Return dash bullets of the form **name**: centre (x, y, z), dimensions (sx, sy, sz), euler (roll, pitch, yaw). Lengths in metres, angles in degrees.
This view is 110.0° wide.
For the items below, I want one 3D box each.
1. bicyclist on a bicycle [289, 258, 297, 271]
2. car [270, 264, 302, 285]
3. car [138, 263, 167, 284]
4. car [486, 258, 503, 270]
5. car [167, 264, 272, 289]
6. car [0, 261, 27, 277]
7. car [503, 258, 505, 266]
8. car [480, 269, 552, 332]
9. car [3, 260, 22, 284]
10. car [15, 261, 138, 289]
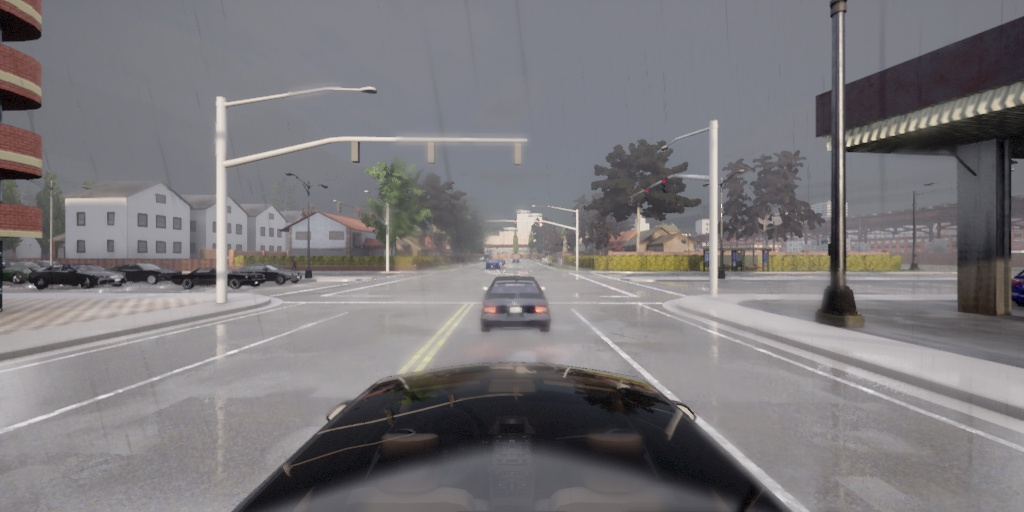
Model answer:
- **bicyclist on a bicycle**: centre (-26.522, 1.046, 43.463), dimensions (0.582, 1.620, 1.656), euler (0, 0, 1)
- **car**: centre (-17.707, 1.273, 25.858), dimensions (4.674, 1.442, 1.812), euler (0, 0, 1)
- **car**: centre (-26.769, 1.225, 25.982), dimensions (5.008, 1.535, 1.882), euler (0, 0, 1)
- **car**: centre (-2.817, 1.222, 53.077), dimensions (1.882, 1.535, 5.008), euler (0, 0, 1)
- **car**: centre (-18.092, 1.349, 22.331), dimensions (4.718, 1.301, 1.895), euler (0, 0, 1)
- **car**: centre (-50.280, 1.251, 34.493), dimensions (4.892, 1.490, 1.837), euler (0, 0, 2)
- **car**: centre (-2.721, 1.344, 63.119), dimensions (1.895, 1.301, 4.718), euler (0, 0, 1)
- **car**: centre (0.087, 1.297, 10.812), dimensions (2.033, 1.411, 5.357), euler (0, 0, 0)
- **car**: centre (-36.054, 1.100, 26.133), dimensions (4.553, 1.767, 2.097), euler (0, 0, 1)
- **car**: centre (-27.124, 1.239, 22.489), dimensions (4.902, 1.511, 2.128), euler (0, 0, 1)
